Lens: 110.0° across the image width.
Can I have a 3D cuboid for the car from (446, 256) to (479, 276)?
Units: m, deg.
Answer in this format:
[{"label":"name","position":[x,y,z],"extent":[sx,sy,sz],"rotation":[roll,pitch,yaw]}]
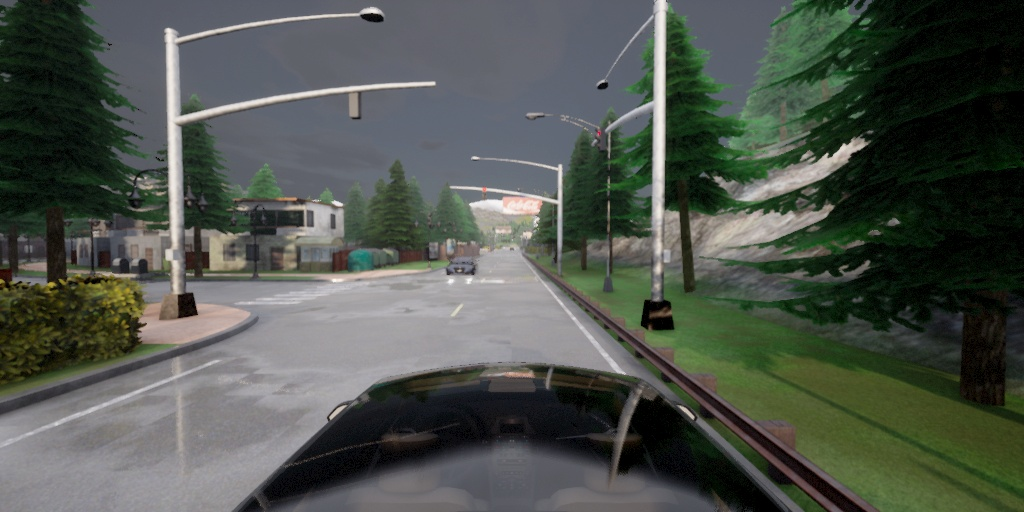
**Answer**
[{"label":"car","position":[-3.493,0.719,25.847],"extent":[1.994,1.385,4.181],"rotation":[0,2,0]}]
